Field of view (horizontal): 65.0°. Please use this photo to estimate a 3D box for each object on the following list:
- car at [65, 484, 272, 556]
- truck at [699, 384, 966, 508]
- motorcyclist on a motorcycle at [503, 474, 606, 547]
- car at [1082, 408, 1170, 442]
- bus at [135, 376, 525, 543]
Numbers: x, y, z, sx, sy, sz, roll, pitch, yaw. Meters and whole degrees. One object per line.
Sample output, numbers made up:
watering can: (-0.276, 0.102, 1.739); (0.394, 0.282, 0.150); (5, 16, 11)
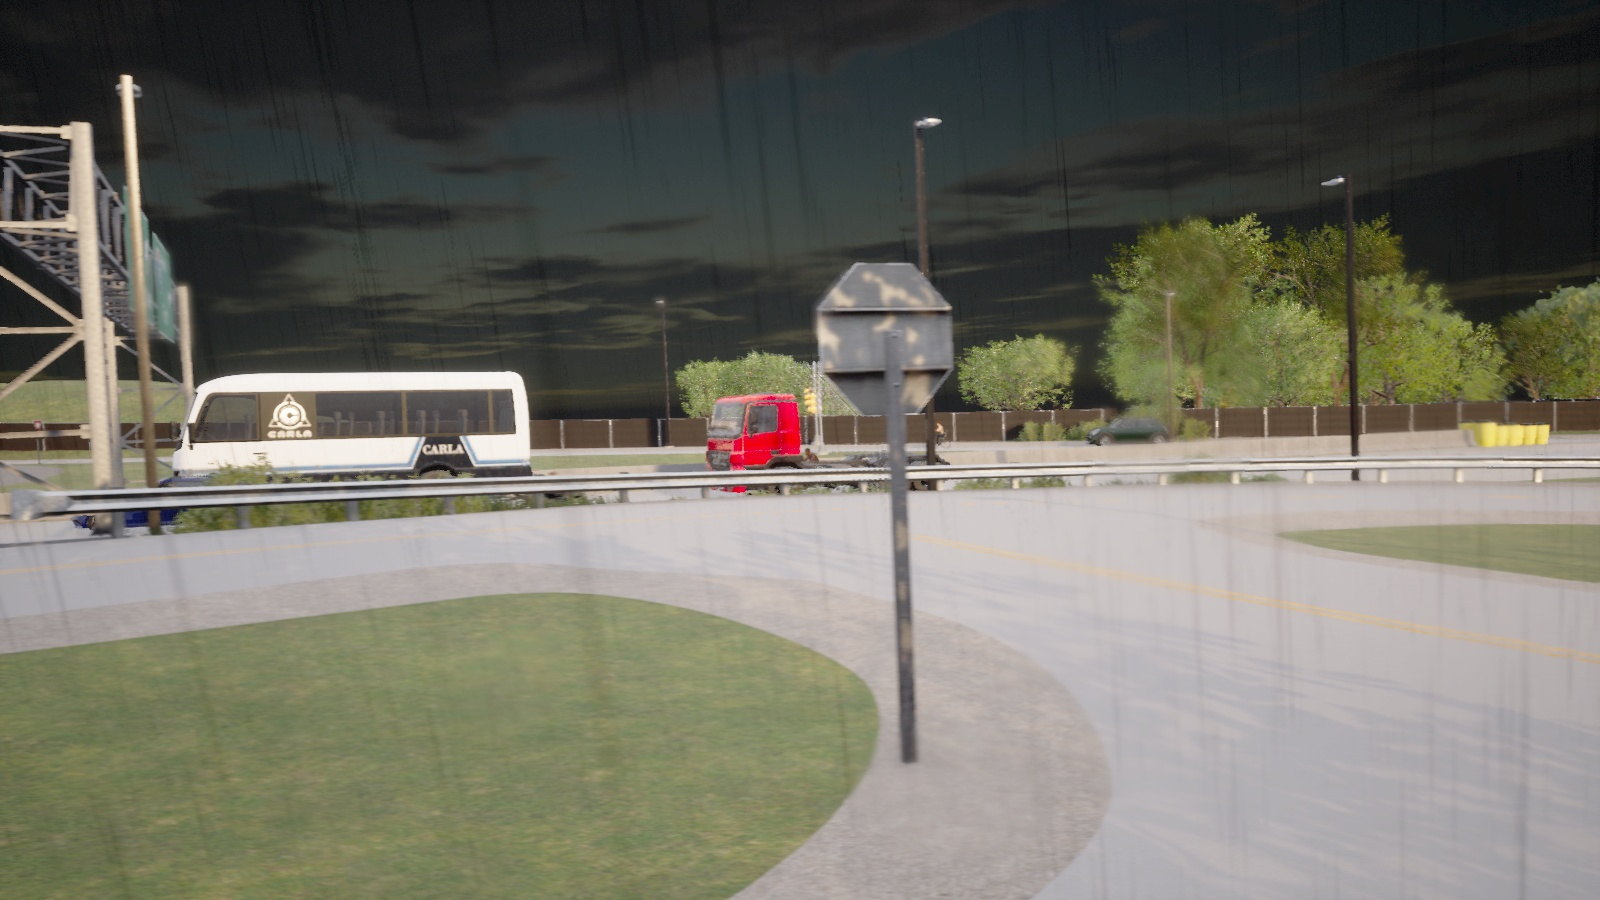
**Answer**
car: (-16.430, 1.778, 32.977); (4.674, 1.442, 1.812); (-3, 2, -23)
truck: (1.066, -0.209, 40.311); (7.936, 3.462, 2.891); (-3, 2, -23)
motorcyclist on a motorcycle: (-5.836, 1.419, 29.834); (2.191, 1.530, 0.866); (-3, 2, -23)
car: (18.672, -1.454, 72.051); (4.553, 1.767, 2.097); (-2, 2, 3)
bus: (-13.915, 0.118, 37.811); (10.273, 4.253, 3.944); (-3, 2, -23)
